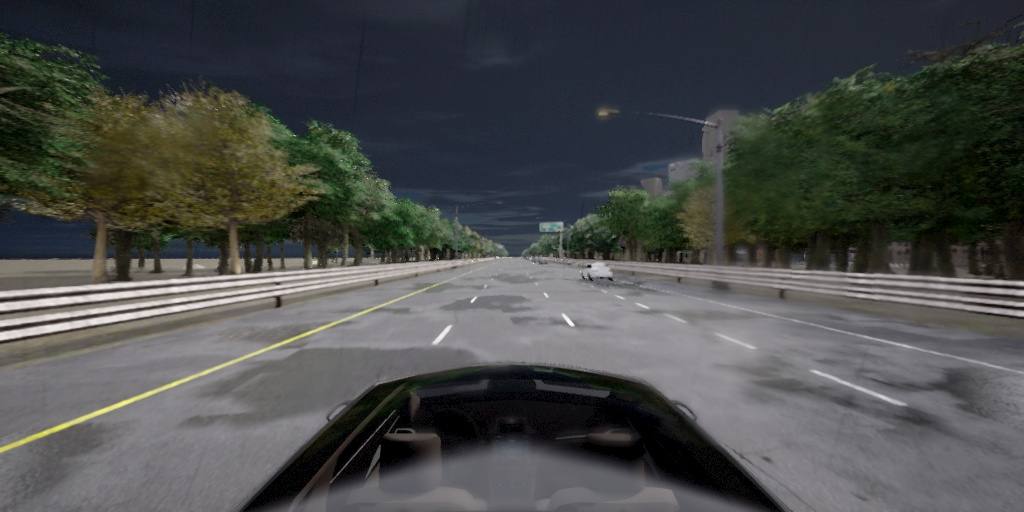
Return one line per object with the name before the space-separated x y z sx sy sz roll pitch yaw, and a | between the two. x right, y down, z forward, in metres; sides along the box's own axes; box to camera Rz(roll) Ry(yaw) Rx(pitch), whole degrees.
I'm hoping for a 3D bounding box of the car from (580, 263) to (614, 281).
car | 7.019 1.301 29.804 1.812 1.442 4.674 0 0 0
